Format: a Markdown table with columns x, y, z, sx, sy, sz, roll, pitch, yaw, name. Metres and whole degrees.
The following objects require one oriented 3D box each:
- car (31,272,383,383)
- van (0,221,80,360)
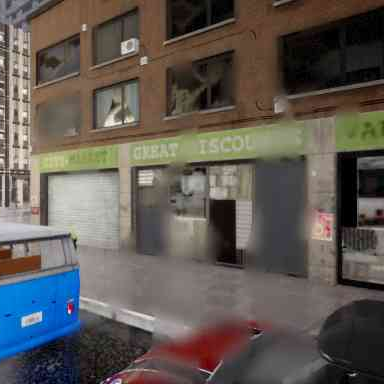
| x | y | z | sx | sy | sz | roll | pitch | yaw | name |
| --- | --- | --- | --- | --- | --- | --- | --- | --- | --- |
| 1.147 | 1.440 | 1.909 | 4.097 | 1.590 | 1.967 | 0 | 0 | 35 | car |
| -3.492 | 1.343 | 5.204 | 3.998 | 1.788 | 1.690 | 0 | 0 | 35 | van |
